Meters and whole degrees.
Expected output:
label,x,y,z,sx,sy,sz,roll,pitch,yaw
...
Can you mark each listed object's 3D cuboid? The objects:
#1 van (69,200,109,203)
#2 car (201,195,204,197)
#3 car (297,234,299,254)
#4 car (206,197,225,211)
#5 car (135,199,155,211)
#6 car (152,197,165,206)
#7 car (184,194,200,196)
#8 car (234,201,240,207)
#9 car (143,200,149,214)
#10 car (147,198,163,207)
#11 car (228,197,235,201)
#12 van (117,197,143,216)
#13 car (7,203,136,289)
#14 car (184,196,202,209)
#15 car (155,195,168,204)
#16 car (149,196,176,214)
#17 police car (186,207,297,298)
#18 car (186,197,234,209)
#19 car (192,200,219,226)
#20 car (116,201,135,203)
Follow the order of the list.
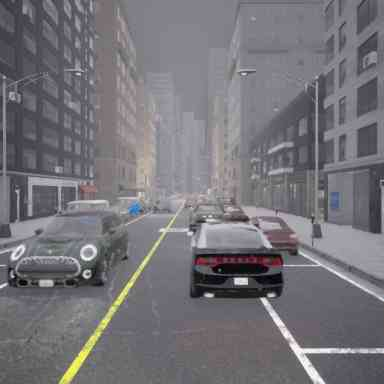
label,x,y,z,sx,sy,sz,roll,pitch,yaw
van,-5.679,1.341,18.369,1.690,1.788,3.998,0,0,0
car,2.829,1.558,51.380,2.008,1.369,4.403,0,0,0
car,2.849,1.581,12.871,1.802,1.307,4.206,0,0,0
car,2.835,1.443,40.378,1.967,1.590,4.097,0,0,0
car,-5.690,1.585,40.374,1.802,1.307,4.206,0,0,0
car,-5.699,1.592,56.877,1.802,1.307,4.206,0,0,0
car,-0.030,1.516,58.888,1.837,1.490,4.892,0,0,0
car,2.844,1.582,23.873,1.802,1.307,4.206,0,0,0
car,-5.687,1.568,34.872,1.947,1.339,4.313,0,0,0
car,-5.696,1.573,51.376,1.947,1.339,4.313,0,0,0
car,2.840,1.316,29.375,2.192,1.841,5.009,0,0,0
van,-5.685,1.342,29.371,1.690,1.788,3.998,0,0,0
car,-3.104,1.352,9.331,2.097,1.767,4.553,0,0,0
car,-0.008,1.569,45.453,1.994,1.385,4.181,0,0,0
car,-5.702,1.452,62.379,1.967,1.590,4.097,0,0,0
car,-3.017,1.507,34.967,1.837,1.490,4.892,0,0,0
police car,0.895,1.425,8.655,1.930,1.638,5.238,0,0,0
car,0.890,1.351,18.516,2.097,1.767,4.553,0,0,0
car,0.887,1.456,24.735,1.801,1.575,5.366,0,0,0
car,-5.682,1.551,23.869,2.008,1.369,4.403,0,0,0
